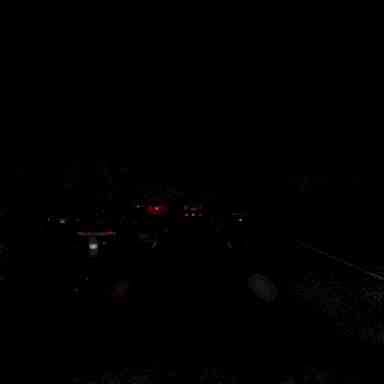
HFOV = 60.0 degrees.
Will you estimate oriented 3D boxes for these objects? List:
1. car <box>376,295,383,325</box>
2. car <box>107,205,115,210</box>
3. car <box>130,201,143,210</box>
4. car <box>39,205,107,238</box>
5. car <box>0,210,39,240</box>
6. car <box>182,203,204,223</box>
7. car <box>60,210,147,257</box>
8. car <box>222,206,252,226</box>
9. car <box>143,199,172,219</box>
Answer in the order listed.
[{"bbox_3d":[3.599,1.643,2.671,1.895,1.301,4.718,0,-1,0],"label":"car"},{"bbox_3d":[-10.398,2.182,38.881,1.895,1.301,4.718,0,-1,0],"label":"car"},{"bbox_3d":[-6.906,2.019,44.725,2.097,1.767,4.553,0,-1,0],"label":"car"},{"bbox_3d":[-6.899,1.649,19.846,2.097,1.767,4.553,0,-1,0],"label":"car"},{"bbox_3d":[-10.399,1.789,18.942,1.837,1.490,4.892,0,-1,0],"label":"car"},{"bbox_3d":[0.105,2.001,30.304,2.033,1.411,5.357,0,-1,0],"label":"car"},{"bbox_3d":[-3.399,1.699,13.888,2.128,1.511,4.902,0,-1,0],"label":"car"},{"bbox_3d":[3.601,1.896,26.988,2.128,1.511,4.902,0,-1,0],"label":"car"},{"bbox_3d":[-3.397,1.746,34.913,2.150,2.045,5.566,0,0,0],"label":"car"}]
